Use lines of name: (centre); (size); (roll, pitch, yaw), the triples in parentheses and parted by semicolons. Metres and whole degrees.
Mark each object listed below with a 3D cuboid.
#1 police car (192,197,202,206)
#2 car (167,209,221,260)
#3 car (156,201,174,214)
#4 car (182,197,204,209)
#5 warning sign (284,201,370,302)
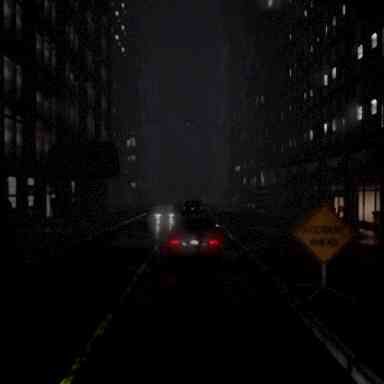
police car: (0.994, 1.836, 67.003); (1.930, 1.638, 5.238); (0, 0, 0)
car: (0.077, 1.616, 12.737); (2.033, 1.411, 5.357); (0, 0, 0)
car: (-3.128, 1.750, 38.947); (1.812, 1.442, 4.674); (0, 0, 0)
car: (0.066, 1.536, 32.270); (2.097, 1.767, 4.553); (0, 0, 0)
warning sign: (2.724, 1.152, 6.875); (1.300, 1.860, 1.060); (1, 0, 0)
